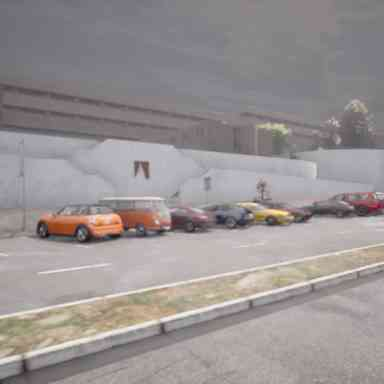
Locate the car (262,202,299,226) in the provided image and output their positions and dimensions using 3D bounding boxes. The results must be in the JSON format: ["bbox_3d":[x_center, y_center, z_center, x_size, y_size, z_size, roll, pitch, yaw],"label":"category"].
[{"bbox_3d":[4.300,1.449,23.140,5.366,1.575,1.946,-1,-1,35],"label":"car"}]

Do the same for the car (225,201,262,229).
[{"bbox_3d":[1.684,1.505,21.522,4.792,1.488,2.163,-1,0,35],"label":"car"}]

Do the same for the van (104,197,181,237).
[{"bbox_3d":[-3.050,1.268,17.990,4.442,1.987,1.878,-1,-1,35],"label":"van"}]

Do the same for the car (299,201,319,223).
[{"bbox_3d":[6.601,1.462,24.955,4.792,1.488,2.163,-1,-1,35],"label":"car"}]

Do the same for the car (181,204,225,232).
[{"bbox_3d":[-0.719,1.525,19.772,4.674,1.452,2.002,-1,0,35],"label":"car"}]

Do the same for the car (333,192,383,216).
[{"bbox_3d":[13.838,1.088,30.177,5.566,2.045,2.435,-1,0,35],"label":"car"}]

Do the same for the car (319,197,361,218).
[{"bbox_3d":[11.440,1.413,28.429,4.674,1.452,2.002,-1,0,35],"label":"car"}]

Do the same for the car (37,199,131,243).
[{"bbox_3d":[-5.561,1.371,16.298,4.553,1.767,2.185,-1,-1,35],"label":"car"}]
